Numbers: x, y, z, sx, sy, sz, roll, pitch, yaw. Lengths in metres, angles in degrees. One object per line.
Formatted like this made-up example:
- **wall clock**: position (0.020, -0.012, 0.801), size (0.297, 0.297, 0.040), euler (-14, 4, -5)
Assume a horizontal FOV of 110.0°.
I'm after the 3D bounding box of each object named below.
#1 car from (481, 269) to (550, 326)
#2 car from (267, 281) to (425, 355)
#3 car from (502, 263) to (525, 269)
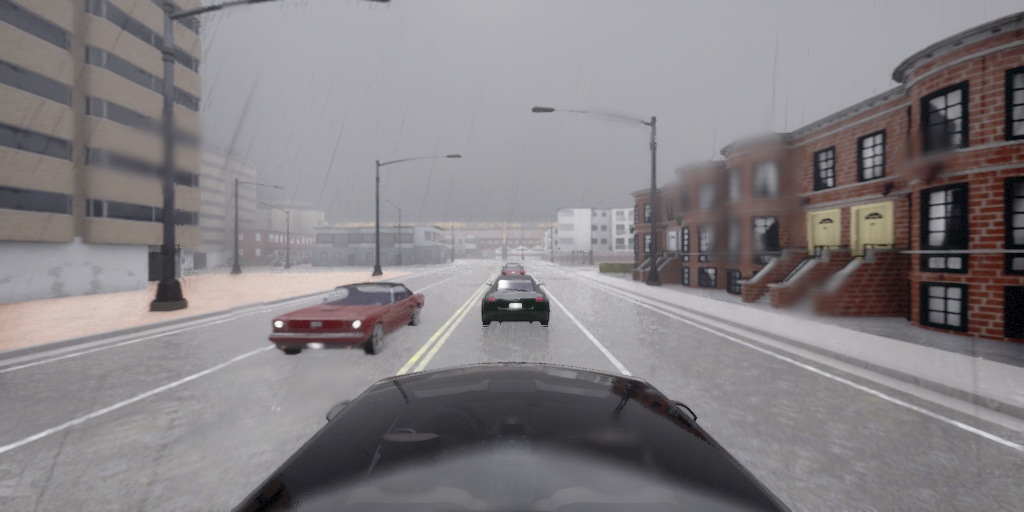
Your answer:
- **car**: position (0.100, 1.293, 11.603), size (1.994, 1.385, 4.181), euler (0, 0, 0)
- **car**: position (-3.593, 1.336, 8.779), size (1.895, 1.301, 4.718), euler (0, 0, 0)
- **car**: position (0.099, 1.255, 29.464), size (1.994, 1.385, 4.181), euler (0, 0, 0)
